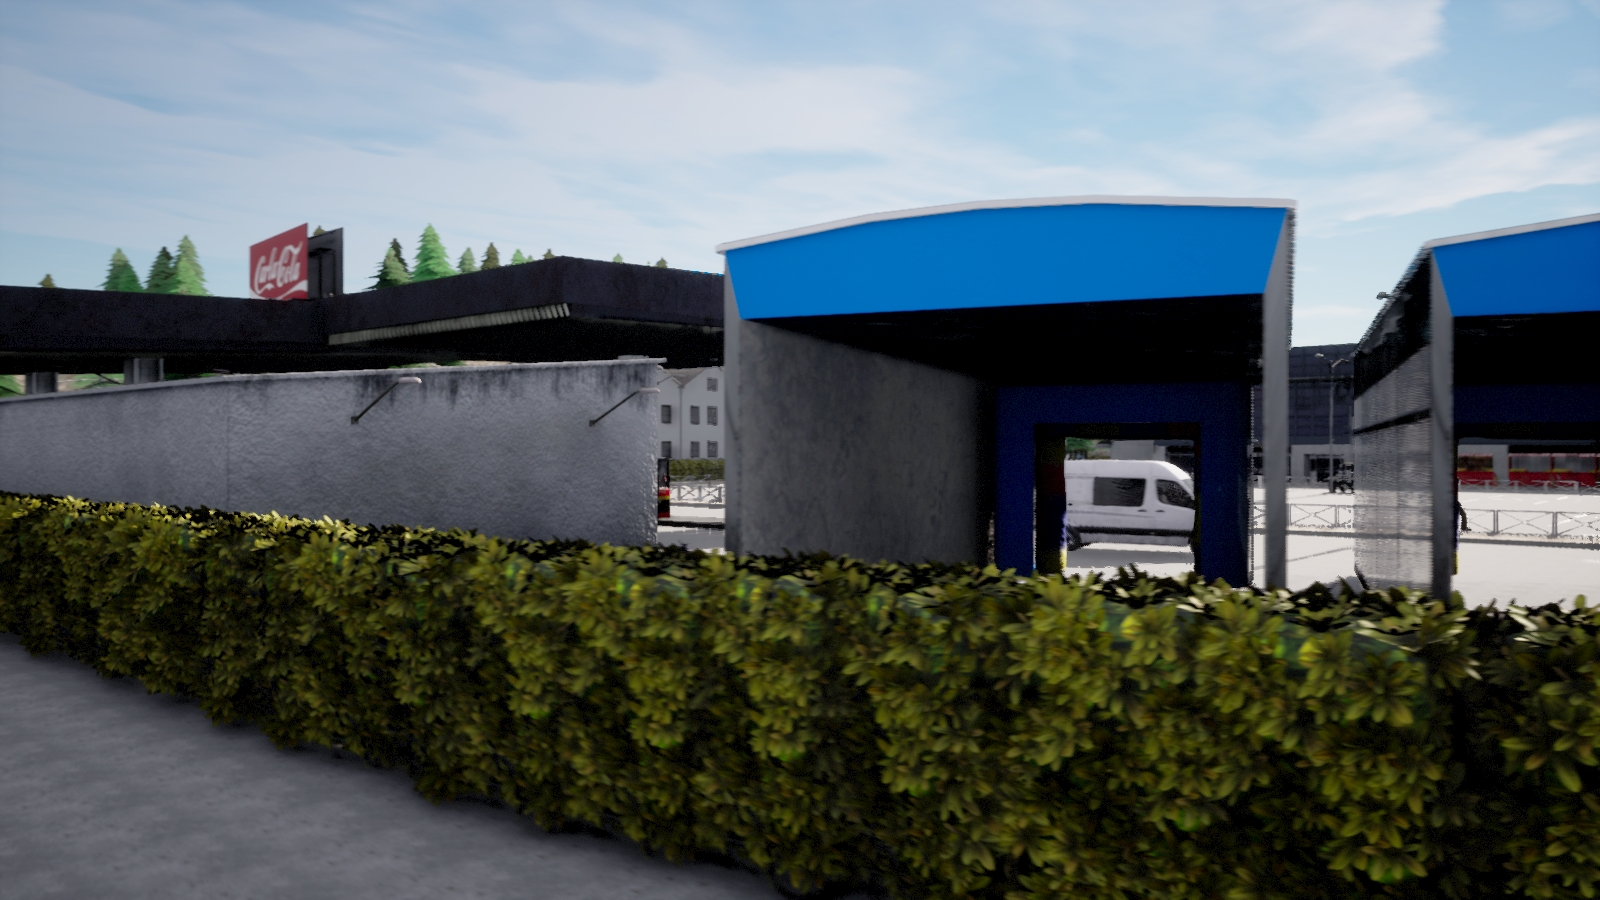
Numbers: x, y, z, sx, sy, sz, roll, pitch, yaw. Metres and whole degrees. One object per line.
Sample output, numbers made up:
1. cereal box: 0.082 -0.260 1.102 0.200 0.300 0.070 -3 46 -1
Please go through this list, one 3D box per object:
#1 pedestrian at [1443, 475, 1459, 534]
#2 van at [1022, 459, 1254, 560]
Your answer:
1. pedestrian: 20.756 1.728 36.413 0.375 1.860 0.375 0 0 41
2. van: 9.361 1.559 31.786 5.915 2.561 1.988 0 0 27
